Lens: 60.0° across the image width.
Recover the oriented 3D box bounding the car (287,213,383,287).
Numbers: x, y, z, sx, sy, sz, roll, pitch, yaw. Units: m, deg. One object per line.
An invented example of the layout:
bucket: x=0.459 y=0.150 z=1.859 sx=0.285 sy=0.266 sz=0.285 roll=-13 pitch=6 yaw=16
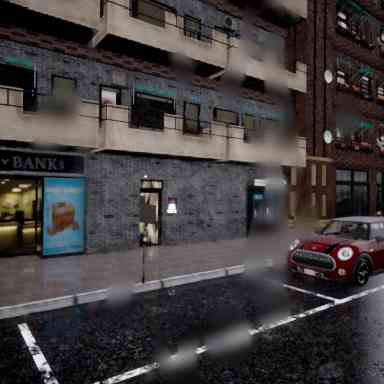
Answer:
car: x=4.517 y=1.442 z=9.319 sx=4.097 sy=1.590 sz=1.967 roll=0 pitch=1 yaw=-36
